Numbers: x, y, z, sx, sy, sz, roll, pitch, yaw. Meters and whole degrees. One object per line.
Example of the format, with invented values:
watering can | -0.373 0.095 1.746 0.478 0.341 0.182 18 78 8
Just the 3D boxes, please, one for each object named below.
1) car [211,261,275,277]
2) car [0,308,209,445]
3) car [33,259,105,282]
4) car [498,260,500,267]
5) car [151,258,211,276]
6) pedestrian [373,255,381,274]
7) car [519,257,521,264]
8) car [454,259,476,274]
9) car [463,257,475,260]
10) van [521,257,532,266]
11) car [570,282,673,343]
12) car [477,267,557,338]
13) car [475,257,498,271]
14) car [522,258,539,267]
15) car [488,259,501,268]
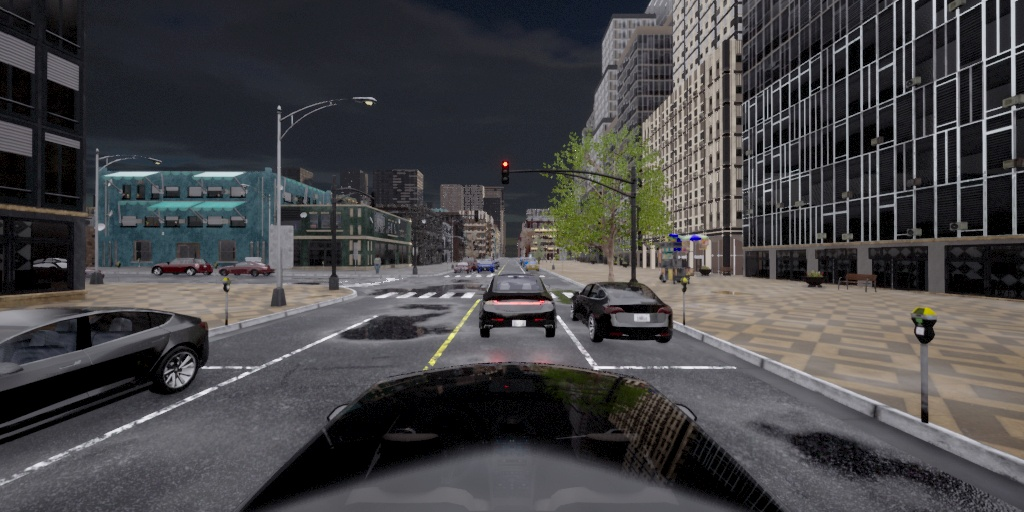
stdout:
car | -22.823 1.090 30.900 4.207 1.307 1.802 0 0 -1
car | -5.689 1.316 3.972 1.948 1.339 4.313 0 0 0
car | -28.251 0.980 22.442 4.207 1.307 1.802 0 0 -1
car | -3.082 1.318 53.512 1.994 1.385 4.181 0 0 1
car | -28.370 0.879 30.822 4.097 1.591 1.967 0 0 -1
pedestrian | -12.751 0.789 33.992 0.375 1.860 0.375 0 -1 -1
car | 2.687 1.305 64.194 2.007 1.370 4.403 0 0 0
car | -5.692 1.334 41.987 1.802 1.307 4.207 0 0 0
car | -5.692 1.068 47.538 2.192 1.841 5.009 0 0 0
van | 2.688 1.094 53.093 1.690 1.789 3.998 0 0 0
car | 2.691 1.316 9.512 1.948 1.339 4.313 0 0 0
car | 0.110 1.242 10.182 2.128 1.511 4.902 0 0 -1
car | -3.103 1.230 43.661 1.882 1.535 5.008 0 0 0
car | 2.688 1.278 47.711 1.751 1.417 4.829 0 0 0
car | -3.064 1.302 63.960 2.033 1.411 5.357 0 0 0
